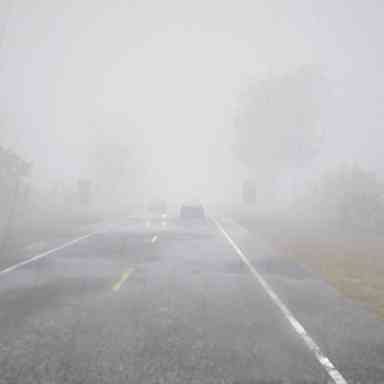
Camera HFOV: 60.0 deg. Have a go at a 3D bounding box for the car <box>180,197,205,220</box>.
[{"bbox_3d":[0.026,1.409,26.958,1.882,1.535,5.008,0,0,0],"label":"car"}]

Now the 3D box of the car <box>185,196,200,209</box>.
[{"bbox_3d":[0.056,1.397,44.480,1.882,1.535,5.008,0,0,0],"label":"car"}]

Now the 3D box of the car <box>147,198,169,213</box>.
[{"bbox_3d":[-3.552,1.401,35.352,1.882,1.535,5.008,0,0,0],"label":"car"}]
